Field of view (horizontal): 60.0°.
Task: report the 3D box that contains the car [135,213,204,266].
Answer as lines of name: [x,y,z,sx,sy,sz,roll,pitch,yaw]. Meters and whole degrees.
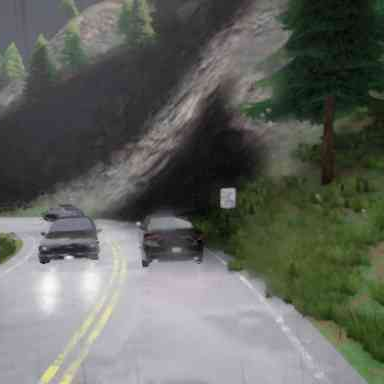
car: [-0.916,1.467,11.733,1.882,1.535,5.008,-1,0,-11]

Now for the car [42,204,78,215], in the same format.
car: [-10.717,1.742,27.480,4.181,1.385,1.994,-2,2,41]

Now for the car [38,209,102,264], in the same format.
car: [-4.451,1.611,12.537,2.033,1.411,5.357,-1,0,-17]
